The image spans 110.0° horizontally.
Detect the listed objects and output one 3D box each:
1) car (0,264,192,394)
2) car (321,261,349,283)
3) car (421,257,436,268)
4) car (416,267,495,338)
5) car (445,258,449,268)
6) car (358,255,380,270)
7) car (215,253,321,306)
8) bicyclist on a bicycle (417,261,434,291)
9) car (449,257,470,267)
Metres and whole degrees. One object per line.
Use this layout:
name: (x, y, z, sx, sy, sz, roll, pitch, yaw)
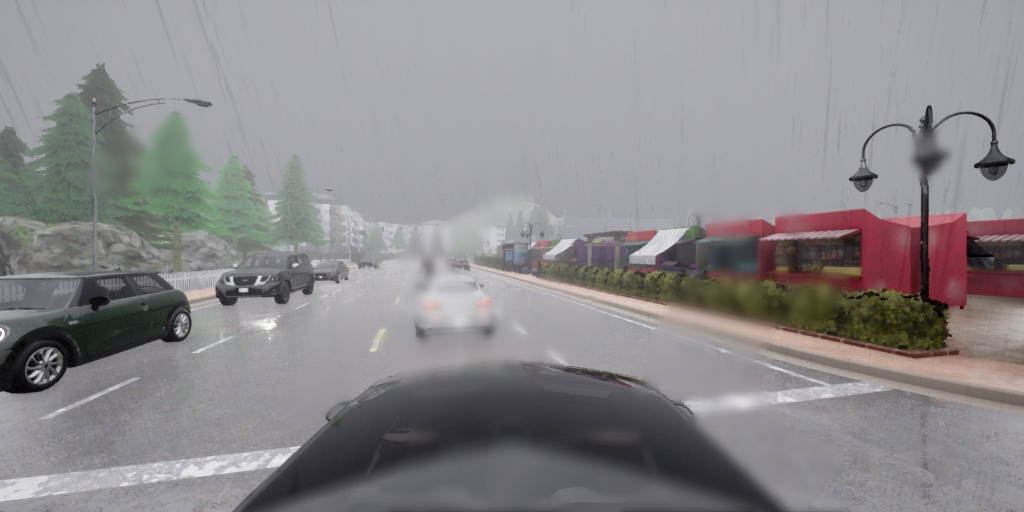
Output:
car: (-8.133, 1.076, 6.352, 2.097, 1.767, 4.553, 0, 0, -13)
car: (-12.852, 1.089, 25.352, 1.837, 1.490, 4.892, 0, 0, -14)
car: (-11.830, 0.904, 50.835, 1.837, 1.490, 4.892, 0, 0, -14)
car: (-1.660, 1.224, 9.975, 1.812, 1.442, 4.674, 0, 0, -13)
car: (-8.441, 0.873, 51.392, 1.882, 1.535, 5.008, 0, 0, -14)
car: (-17.282, 0.613, 43.453, 2.097, 1.767, 4.553, 0, 0, -14)
car: (-10.458, 0.876, 15.755, 2.150, 2.045, 5.566, 0, 0, -14)
bicyclist on a bicycle: (-4.683, 1.079, 19.768, 0.582, 1.620, 1.656, 0, 1, 24)
car: (-6.079, 0.966, 42.357, 1.837, 1.490, 4.892, 0, 0, -14)
